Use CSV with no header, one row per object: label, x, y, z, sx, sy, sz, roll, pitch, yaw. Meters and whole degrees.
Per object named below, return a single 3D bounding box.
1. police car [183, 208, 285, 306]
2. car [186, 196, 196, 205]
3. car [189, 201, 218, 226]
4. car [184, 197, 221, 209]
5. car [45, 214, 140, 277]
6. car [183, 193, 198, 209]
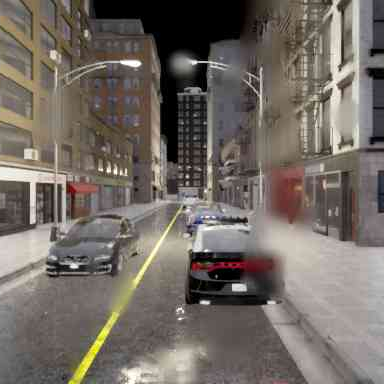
police car,0.799,1.424,8.253,1.930,1.638,5.238,0,0,0
car,-0.194,1.517,60.738,1.812,1.442,4.674,0,0,0
car,0.749,1.472,24.143,1.882,1.535,5.008,0,0,0
car,0.767,1.347,18.113,2.097,1.767,4.553,0,0,0
car,-2.782,1.503,10.258,1.837,1.490,4.892,0,0,0
car,-0.111,1.212,45.939,2.150,2.045,5.566,0,0,0
